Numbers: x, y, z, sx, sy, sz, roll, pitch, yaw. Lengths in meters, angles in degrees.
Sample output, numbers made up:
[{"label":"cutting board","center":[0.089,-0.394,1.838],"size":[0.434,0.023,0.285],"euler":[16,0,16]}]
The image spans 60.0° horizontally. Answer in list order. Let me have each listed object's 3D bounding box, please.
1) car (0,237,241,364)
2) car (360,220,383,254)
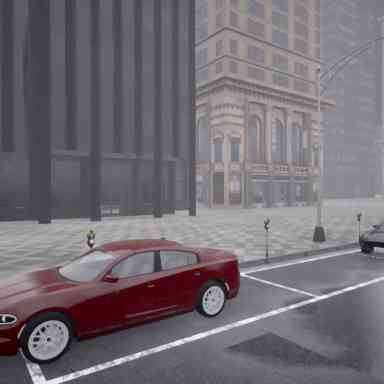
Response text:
[{"label":"car","center":[-1.155,1.544,5.830],"size":[4.507,1.381,1.887],"euler":[0,0,-36]},{"label":"car","center":[8.022,1.564,12.391],"size":[4.313,1.339,1.947],"euler":[0,0,-36]}]
